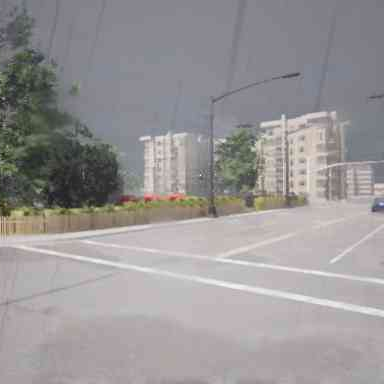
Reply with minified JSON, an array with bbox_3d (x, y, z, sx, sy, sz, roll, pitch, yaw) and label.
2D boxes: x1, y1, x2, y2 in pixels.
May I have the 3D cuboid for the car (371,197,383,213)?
[{"bbox_3d":[21.698,1.379,37.569,2.097,1.767,4.553,-1,0,36],"label":"car"}]
